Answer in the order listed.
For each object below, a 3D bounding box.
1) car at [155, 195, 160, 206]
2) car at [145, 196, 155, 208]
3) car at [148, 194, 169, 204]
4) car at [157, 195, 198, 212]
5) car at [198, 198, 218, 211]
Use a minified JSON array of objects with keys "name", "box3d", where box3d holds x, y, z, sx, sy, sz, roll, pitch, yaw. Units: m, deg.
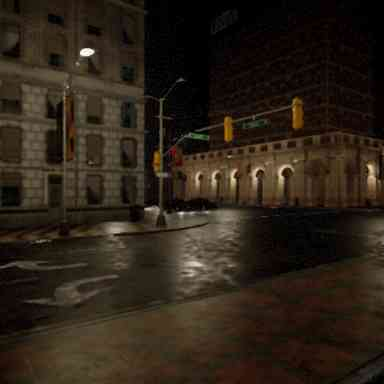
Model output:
[{"name":"car","box3d":[-4.690,1.482,50.022,1.882,1.535,5.008,0,0,-35]},{"name":"car","box3d":[-7.629,1.567,48.110,1.994,1.385,4.181,0,0,-35]},{"name":"car","box3d":[-6.502,1.357,64.871,2.097,1.767,4.553,0,0,-35]},{"name":"car","box3d":[-1.815,1.508,39.986,1.837,1.490,4.892,0,0,-36]},{"name":"car","box3d":[1.228,1.482,41.752,1.882,1.535,5.008,0,0,-36]}]
